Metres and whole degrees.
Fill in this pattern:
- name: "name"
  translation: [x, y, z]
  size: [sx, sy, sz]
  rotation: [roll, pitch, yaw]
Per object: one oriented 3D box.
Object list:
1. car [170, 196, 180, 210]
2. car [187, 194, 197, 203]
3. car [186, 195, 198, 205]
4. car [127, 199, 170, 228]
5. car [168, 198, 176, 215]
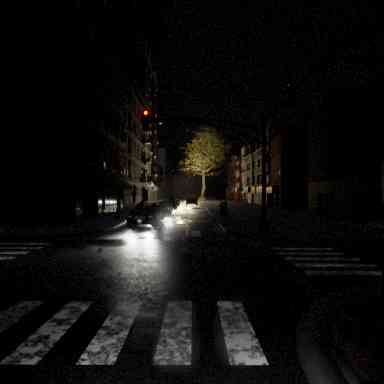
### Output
- name: "car"
  translation: [-2.925, 1.542, 43.141]
  size: [1.994, 1.385, 4.181]
  rotation: [0, 0, 0]
- name: "car"
  translation: [-0.070, 1.330, 69.350]
  size: [2.097, 1.767, 4.553]
  rotation: [0, 0, 0]
- name: "car"
  translation: [-0.041, 1.454, 56.637]
  size: [1.882, 1.535, 5.008]
  rotation: [0, 0, 0]
- name: "car"
  translation: [-3.005, 1.482, 22.229]
  size: [2.128, 1.511, 4.902]
  rotation: [0, 0, 3]
- name: "car"
  translation: [-2.931, 1.583, 32.913]
  size: [1.895, 1.301, 4.718]
  rotation: [0, 0, 0]
